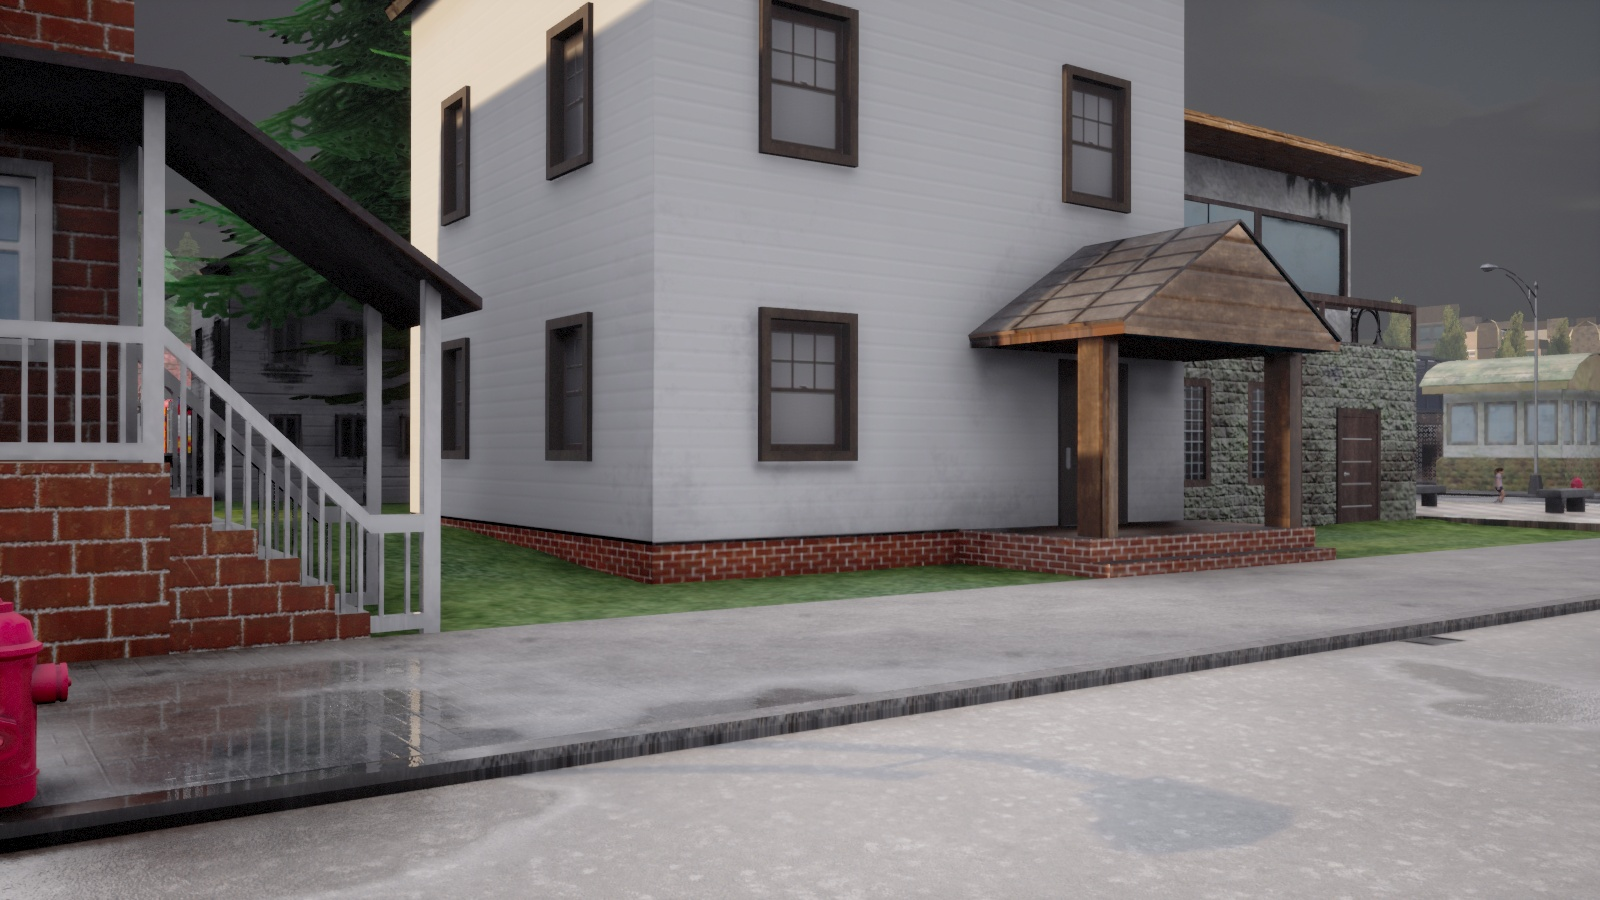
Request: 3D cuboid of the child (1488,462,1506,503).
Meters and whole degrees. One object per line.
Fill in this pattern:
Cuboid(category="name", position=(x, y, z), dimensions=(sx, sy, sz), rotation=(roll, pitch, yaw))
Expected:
Cuboid(category="child", position=(18.932, 0.871, 34.097), dimensions=(0.394, 1.110, 0.255), rotation=(0, 0, 19))

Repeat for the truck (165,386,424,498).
Cuboid(category="truck", position=(-18.604, -0.266, 46.530), dimensions=(8.468, 3.827, 2.891), rotation=(0, 0, -35))
